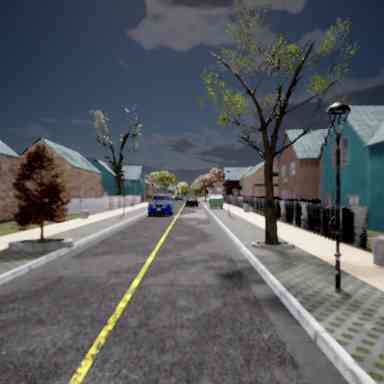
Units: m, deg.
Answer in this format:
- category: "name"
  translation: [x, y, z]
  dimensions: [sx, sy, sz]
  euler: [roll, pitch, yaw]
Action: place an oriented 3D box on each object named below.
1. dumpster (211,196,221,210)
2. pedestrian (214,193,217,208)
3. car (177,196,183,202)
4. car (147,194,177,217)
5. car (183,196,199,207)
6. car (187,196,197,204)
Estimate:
- category: "dumpster"
  translation: [2.990, 1.352, 41.887]
  dimensions: [1.020, 1.700, 1.940]
  euler: [-1, -1, 0]
- category: "pedestrian"
  translation: [3.007, 1.098, 42.913]
  dimensions: [0.375, 1.860, 0.375]
  euler: [1, -1, -2]
- category: "car"
  translation: [-2.755, 1.452, 72.127]
  dimensions: [1.895, 1.301, 4.718]
  euler: [0, 0, 0]
- category: "car"
  translation: [-2.850, 1.176, 31.538]
  dimensions: [2.150, 2.045, 5.566]
  euler: [0, 0, 0]
- category: "car"
  translation: [-0.002, 1.525, 51.402]
  dimensions: [1.994, 1.385, 4.181]
  euler: [0, 0, 1]
- category: "car"
  translation: [-0.004, 1.477, 65.621]
  dimensions: [1.837, 1.490, 4.892]
  euler: [0, 0, 0]
